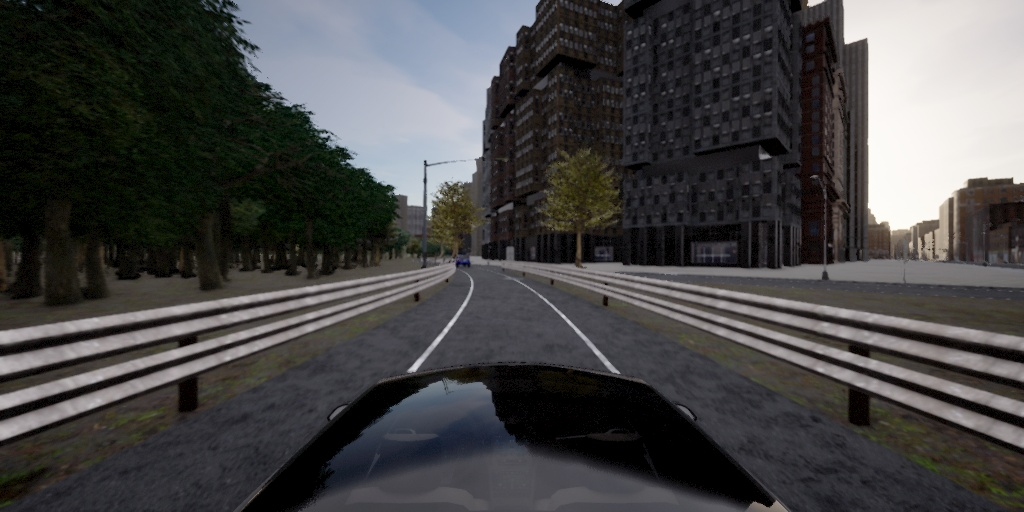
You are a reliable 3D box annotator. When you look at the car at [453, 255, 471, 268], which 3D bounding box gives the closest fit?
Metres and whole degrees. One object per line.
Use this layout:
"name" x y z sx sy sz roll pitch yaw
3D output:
"car" -8.273 0.811 58.704 2.150 2.045 5.566 0 0 -20
